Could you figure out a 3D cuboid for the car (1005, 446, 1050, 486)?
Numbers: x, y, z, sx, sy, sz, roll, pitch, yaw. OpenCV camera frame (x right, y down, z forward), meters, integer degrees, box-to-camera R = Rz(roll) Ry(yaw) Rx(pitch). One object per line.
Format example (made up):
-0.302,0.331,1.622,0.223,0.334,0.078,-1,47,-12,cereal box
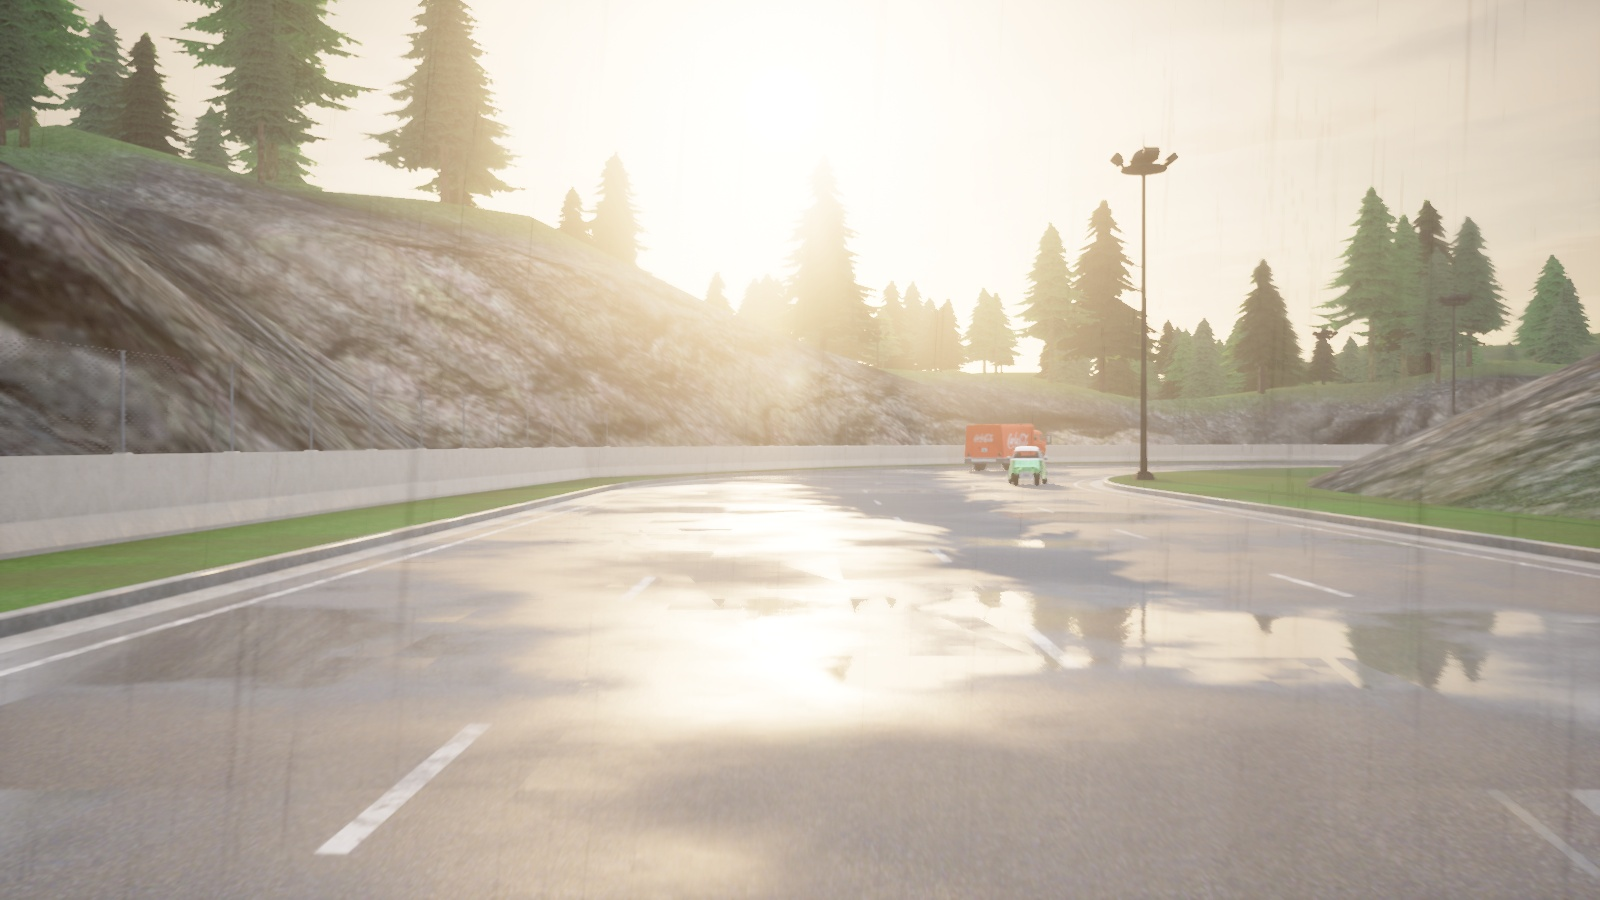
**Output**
8.230,0.552,45.323,1.481,1.376,2.207,0,1,13,car

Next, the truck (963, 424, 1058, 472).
11.184,-0.106,66.417,2.627,2.467,5.204,0,0,40,truck
